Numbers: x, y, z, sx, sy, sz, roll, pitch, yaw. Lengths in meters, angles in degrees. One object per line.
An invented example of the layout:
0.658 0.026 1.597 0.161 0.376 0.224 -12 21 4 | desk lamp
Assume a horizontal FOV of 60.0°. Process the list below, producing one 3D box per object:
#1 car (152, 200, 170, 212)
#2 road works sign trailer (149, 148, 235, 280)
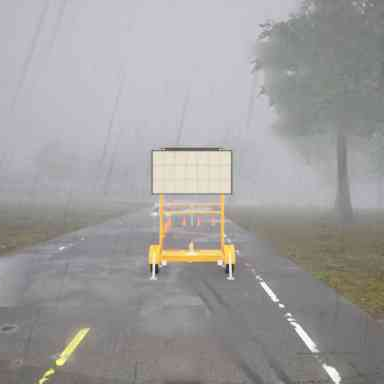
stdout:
-3.692 1.701 40.887 1.812 1.442 4.674 0 0 -1 | car
-0.003 0.478 10.004 2.380 3.560 2.880 0 0 0 | road works sign trailer
